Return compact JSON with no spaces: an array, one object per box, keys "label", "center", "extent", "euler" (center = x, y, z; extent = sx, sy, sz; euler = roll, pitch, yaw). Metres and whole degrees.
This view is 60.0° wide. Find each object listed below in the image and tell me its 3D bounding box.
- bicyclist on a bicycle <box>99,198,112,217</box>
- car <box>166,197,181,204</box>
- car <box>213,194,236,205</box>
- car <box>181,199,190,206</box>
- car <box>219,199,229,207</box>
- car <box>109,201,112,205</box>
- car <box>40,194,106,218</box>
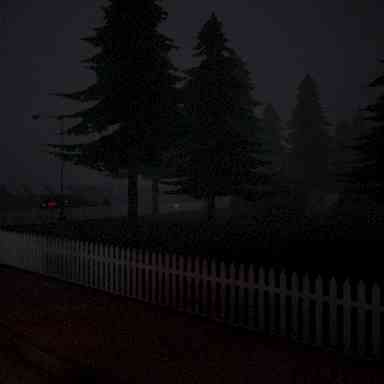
[{"label":"bicyclist on a bicycle","center":[-7.203,1.288,27.871],"extent":[1.656,1.620,0.582],"euler":[0,0,34]},{"label":"car","center":[-2.656,1.370,60.130],"extent":[2.097,1.767,4.553],"euler":[0,0,34]},{"label":"car","center":[5.910,1.333,60.278],"extent":[2.097,1.767,4.553],"euler":[0,0,34]},{"label":"car","center":[0.905,1.459,52.826],"extent":[1.882,1.535,5.008],"euler":[0,0,35]},{"label":"car","center":[4.366,1.531,51.678],"extent":[2.033,1.411,5.357],"euler":[0,0,35]},{"label":"car","center":[-13.295,1.524,44.664],"extent":[2.033,1.411,5.357],"euler":[0,0,34]},{"label":"car","center":[-10.642,1.205,29.698],"extent":[2.150,2.045,5.566],"euler":[0,0,36]}]
